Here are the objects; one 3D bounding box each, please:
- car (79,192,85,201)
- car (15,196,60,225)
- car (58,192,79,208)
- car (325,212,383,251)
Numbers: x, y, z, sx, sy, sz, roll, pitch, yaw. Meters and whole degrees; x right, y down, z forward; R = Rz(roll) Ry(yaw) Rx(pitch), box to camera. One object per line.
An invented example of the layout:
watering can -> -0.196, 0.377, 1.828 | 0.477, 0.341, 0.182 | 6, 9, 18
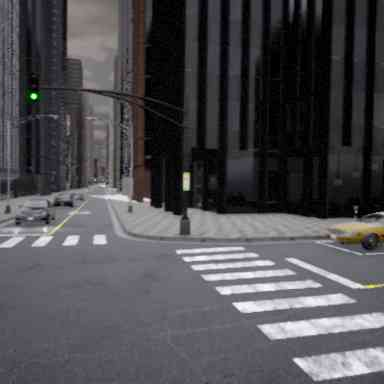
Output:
car -> -18.402, 0.690, 53.586 | 2.128, 1.511, 4.902 | 1, 1, -15
car -> -9.718, 1.176, 20.917 | 1.812, 1.442, 4.674 | 0, 1, -16
car -> -13.856, 0.912, 36.336 | 1.882, 1.535, 5.008 | 1, 0, -15
car -> 7.602, 1.367, 13.026 | 4.829, 1.417, 1.752 | 0, 2, -15
